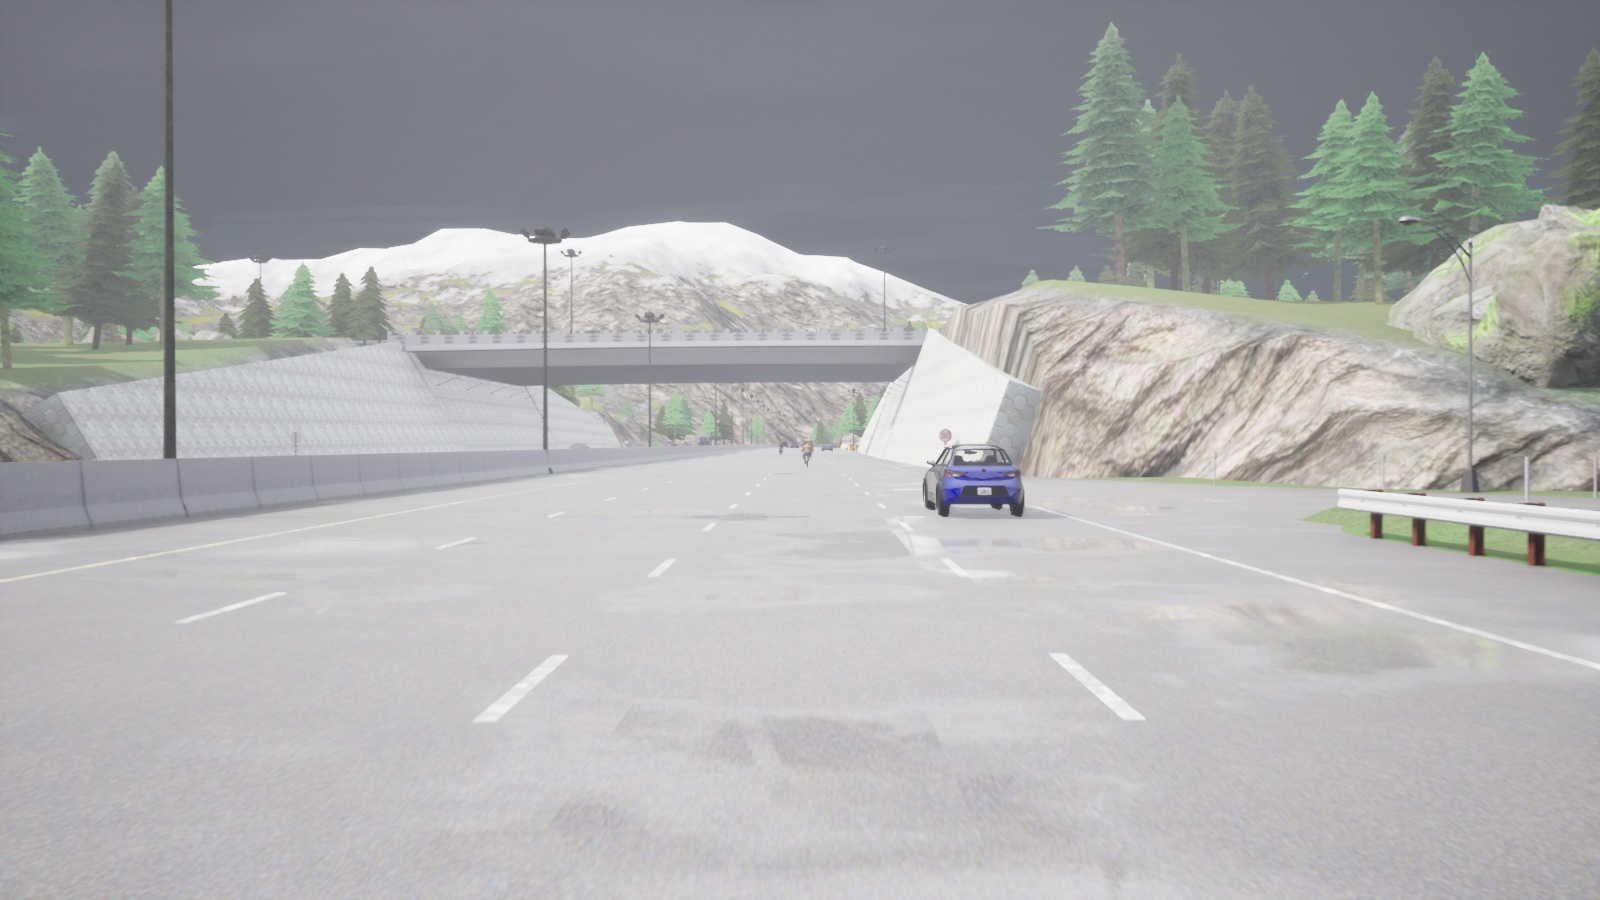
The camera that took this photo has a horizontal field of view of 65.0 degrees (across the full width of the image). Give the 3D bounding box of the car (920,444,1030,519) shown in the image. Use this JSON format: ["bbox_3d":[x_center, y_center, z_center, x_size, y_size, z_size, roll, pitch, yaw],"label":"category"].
[{"bbox_3d":[3.669,0.611,26.994,1.816,1.474,4.193,0,0,0],"label":"car"}]
